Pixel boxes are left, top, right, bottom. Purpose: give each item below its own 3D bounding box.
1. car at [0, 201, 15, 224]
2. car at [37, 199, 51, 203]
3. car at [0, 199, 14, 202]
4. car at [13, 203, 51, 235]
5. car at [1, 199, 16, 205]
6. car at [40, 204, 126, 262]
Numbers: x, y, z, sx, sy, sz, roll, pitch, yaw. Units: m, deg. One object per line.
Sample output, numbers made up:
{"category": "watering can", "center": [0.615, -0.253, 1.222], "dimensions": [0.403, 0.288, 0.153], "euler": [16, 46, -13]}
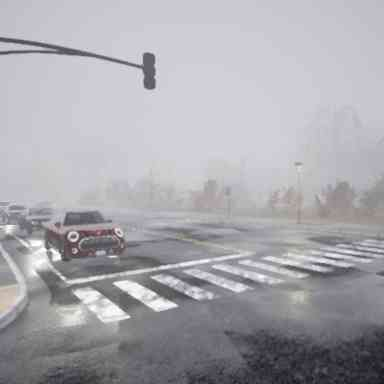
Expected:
{"category": "car", "center": [-15.014, 1.827, 28.564], "dimensions": [1.837, 1.490, 4.892], "euler": [-1, 0, -36]}
{"category": "car", "center": [-26.989, 2.087, 60.486], "dimensions": [1.812, 1.442, 4.674], "euler": [-1, 0, -39]}
{"category": "car", "center": [-20.881, 1.786, 36.639], "dimensions": [2.097, 1.767, 4.553], "euler": [-1, 0, -36]}
{"category": "car", "center": [-9.377, 1.705, 20.521], "dimensions": [2.128, 1.511, 4.902], "euler": [-1, 0, -35]}
{"category": "car", "center": [-44.532, 2.393, 80.661], "dimensions": [2.128, 1.511, 4.902], "euler": [-1, 0, -42]}
{"category": "car", "center": [-4.270, 1.465, 12.937], "dimensions": [2.097, 1.767, 4.553], "euler": [-1, 0, -34]}
